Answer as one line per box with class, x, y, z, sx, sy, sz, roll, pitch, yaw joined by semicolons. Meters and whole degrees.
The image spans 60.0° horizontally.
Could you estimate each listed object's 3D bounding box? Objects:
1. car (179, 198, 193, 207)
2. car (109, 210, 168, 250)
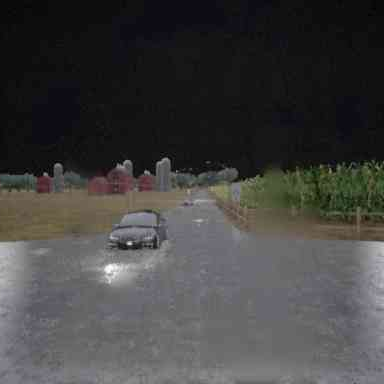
car;-0.812;1.572;50.278;1.994;1.385;4.181;0;1;2
car;-2.134;1.571;14.254;1.837;1.490;4.892;0;0;2
